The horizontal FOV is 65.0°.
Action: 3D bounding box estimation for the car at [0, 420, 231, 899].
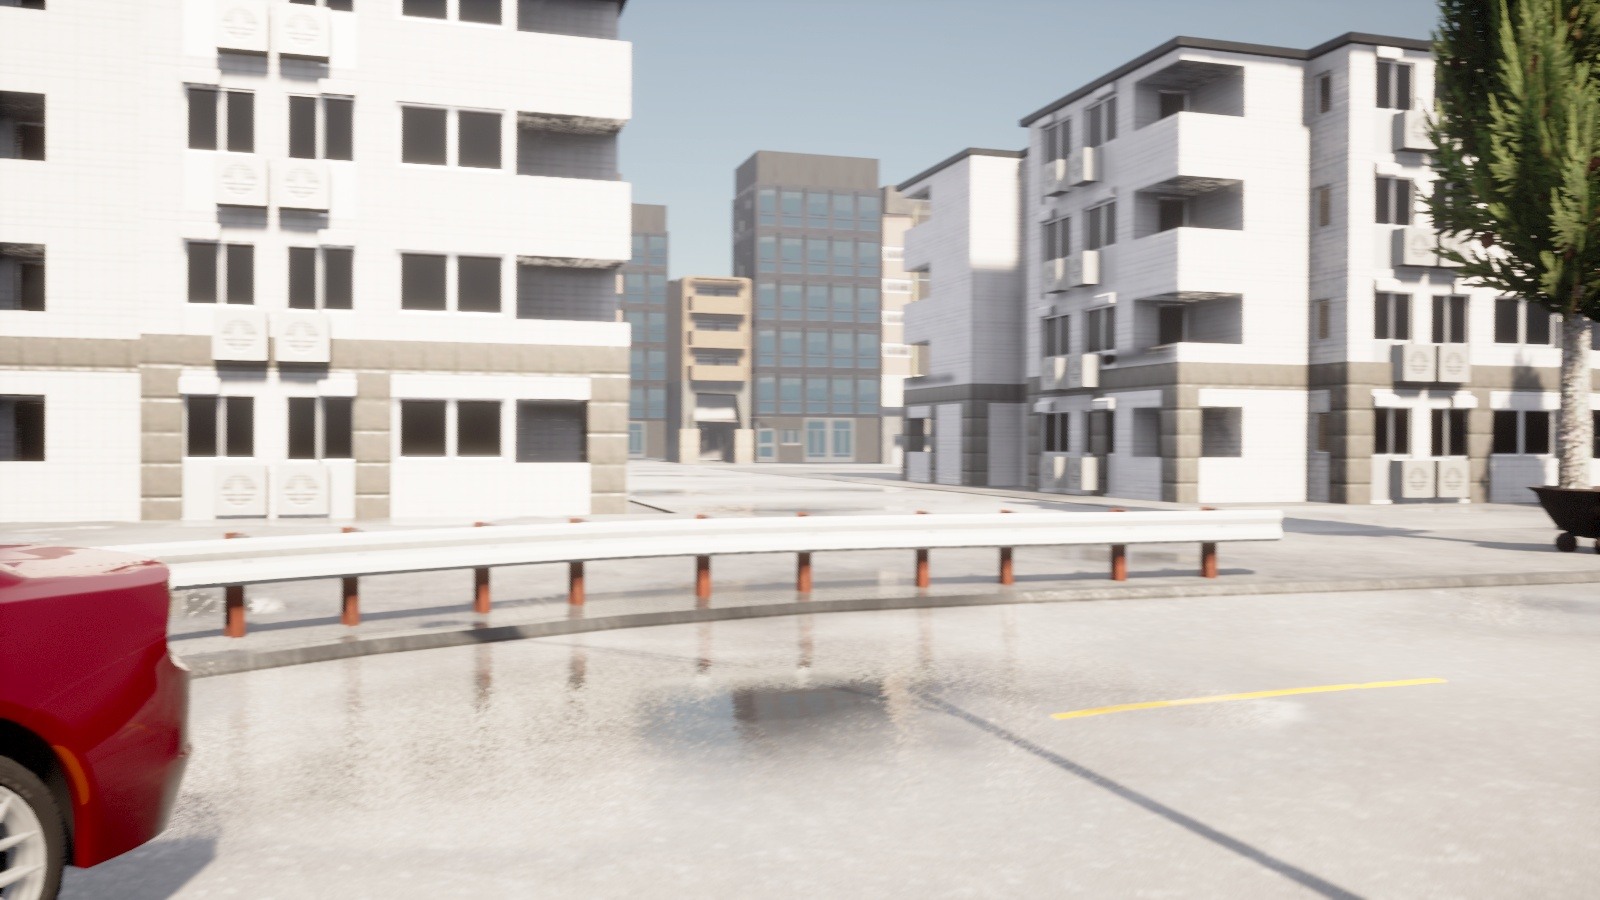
[{"bbox_3d":[-3.653,0.690,2.056,1.882,1.535,5.008,0,0,23],"label":"car"}]
